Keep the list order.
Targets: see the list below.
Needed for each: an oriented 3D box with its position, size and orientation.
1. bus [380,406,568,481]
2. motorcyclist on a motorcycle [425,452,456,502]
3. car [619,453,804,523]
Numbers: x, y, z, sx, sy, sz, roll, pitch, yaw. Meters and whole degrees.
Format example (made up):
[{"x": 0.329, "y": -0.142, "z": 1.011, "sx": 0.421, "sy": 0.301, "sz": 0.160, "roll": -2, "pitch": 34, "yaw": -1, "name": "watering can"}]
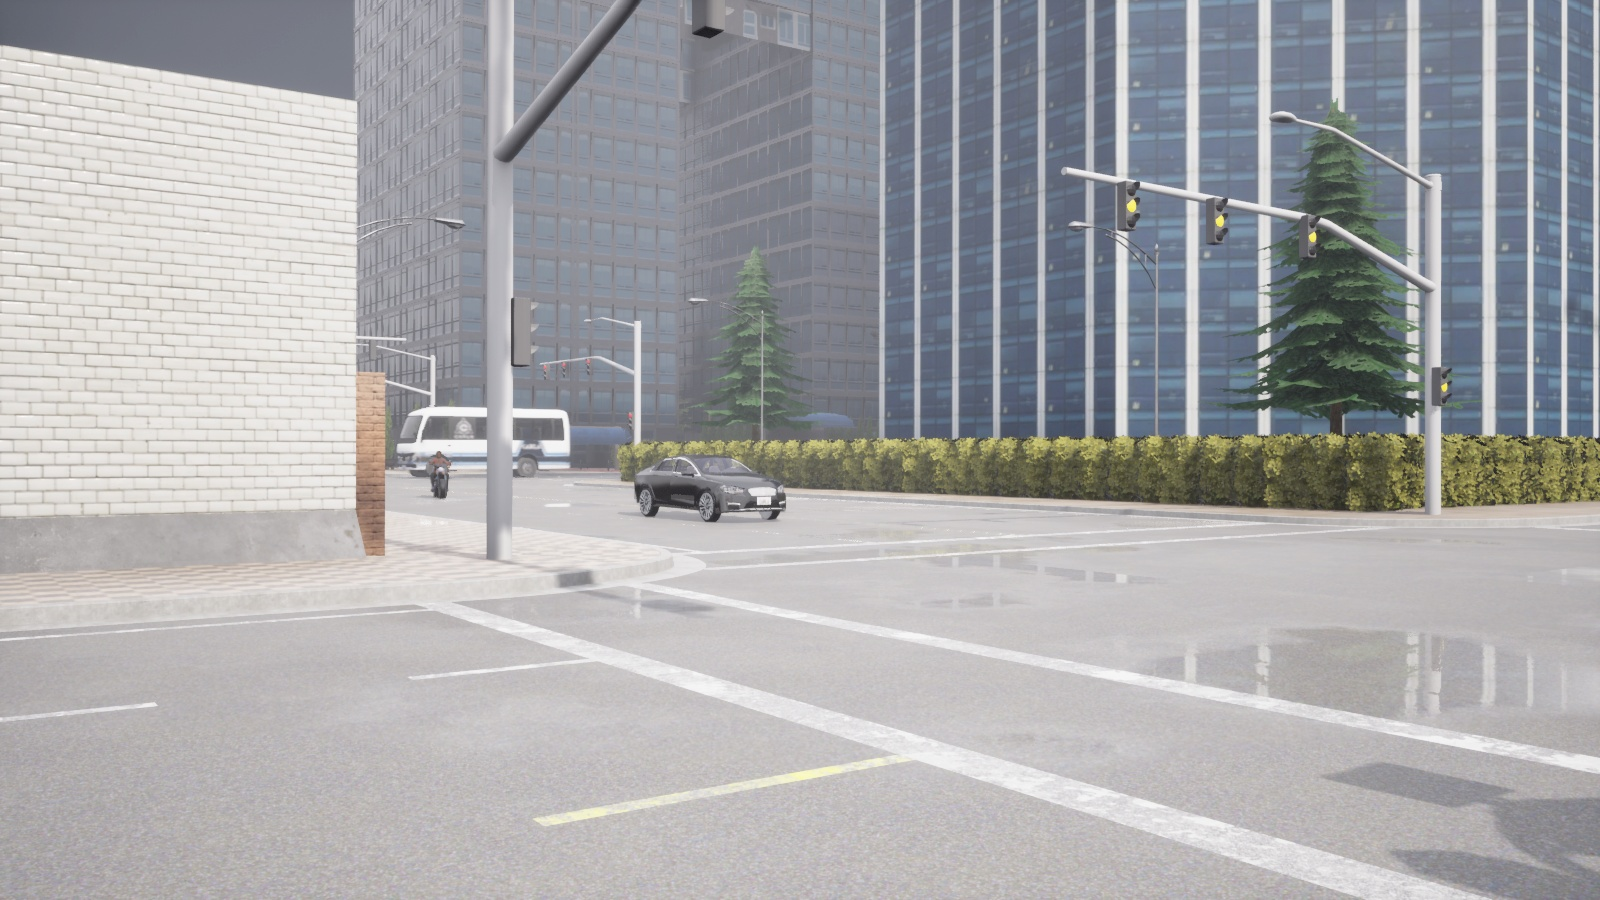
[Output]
[{"x": -19.596, "y": -0.349, "z": 75.837, "sx": 10.273, "sy": 4.253, "sz": 3.944, "roll": 0, "pitch": 0, "yaw": -36, "name": "bus"}, {"x": -12.067, "y": 0.879, "z": 42.107, "sx": 0.766, "sy": 1.649, "sz": 2.350, "roll": 0, "pitch": 0, "yaw": -22, "name": "motorcyclist on a motorcycle"}, {"x": -2.194, "y": 0.834, "z": 29.697, "sx": 2.128, "sy": 1.511, "sz": 4.902, "roll": 0, "pitch": 0, "yaw": -35, "name": "car"}]
